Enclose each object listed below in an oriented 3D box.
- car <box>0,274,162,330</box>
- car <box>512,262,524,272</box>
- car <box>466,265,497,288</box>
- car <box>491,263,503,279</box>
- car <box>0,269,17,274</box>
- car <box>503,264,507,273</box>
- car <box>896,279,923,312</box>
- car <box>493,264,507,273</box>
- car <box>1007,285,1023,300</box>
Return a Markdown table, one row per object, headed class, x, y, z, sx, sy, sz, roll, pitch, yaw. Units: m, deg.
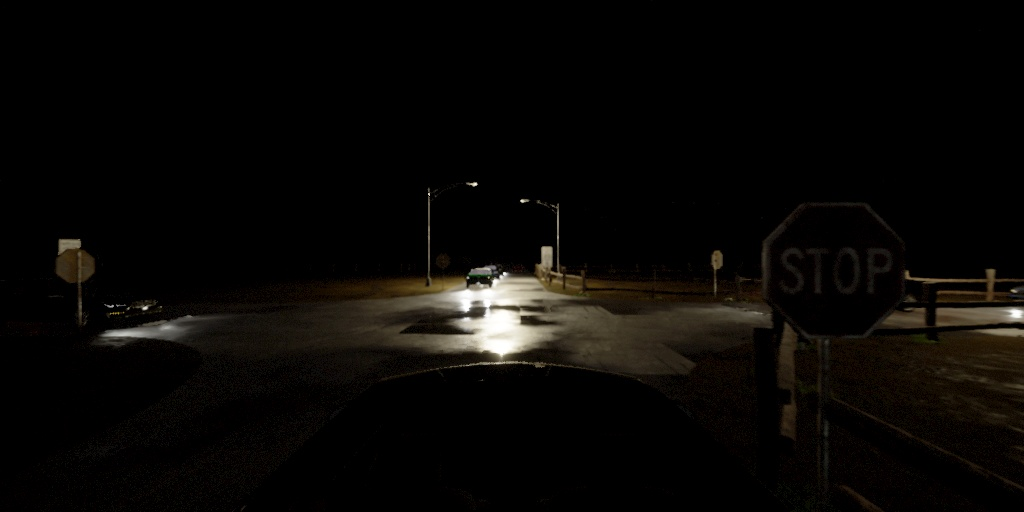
| class | x | y | z | sx | sy | sz | roll | pitch | yaw |
| --- | --- | --- | --- | --- | --- | --- | --- | --- | --- |
| car | -14.107 | 1.433 | 11.483 | 4.892 | 1.490 | 1.837 | 0 | 0 | 2 |
| car | 1.066 | 1.839 | 58.499 | 2.033 | 1.411 | 5.357 | 0 | -1 | 0 |
| car | -2.358 | 1.603 | 26.977 | 1.895 | 1.301 | 4.718 | 0 | -1 | -1 |
| car | -2.235 | 1.659 | 36.784 | 1.994 | 1.385 | 4.181 | 0 | -1 | 1 |
| car | -22.674 | 1.306 | 14.601 | 4.553 | 1.767 | 2.097 | 0 | 0 | 1 |
| car | -2.067 | 1.681 | 46.738 | 2.128 | 1.511 | 4.902 | 0 | -1 | 1 |
| car | 13.011 | 1.292 | 13.992 | 5.008 | 1.535 | 1.882 | 0 | 0 | -1 |
| car | -1.852 | 1.883 | 56.682 | 1.895 | 1.301 | 4.718 | 0 | -1 | 1 |
| car | 22.981 | 1.326 | 13.886 | 5.357 | 1.411 | 2.033 | 0 | 0 | 1 |
